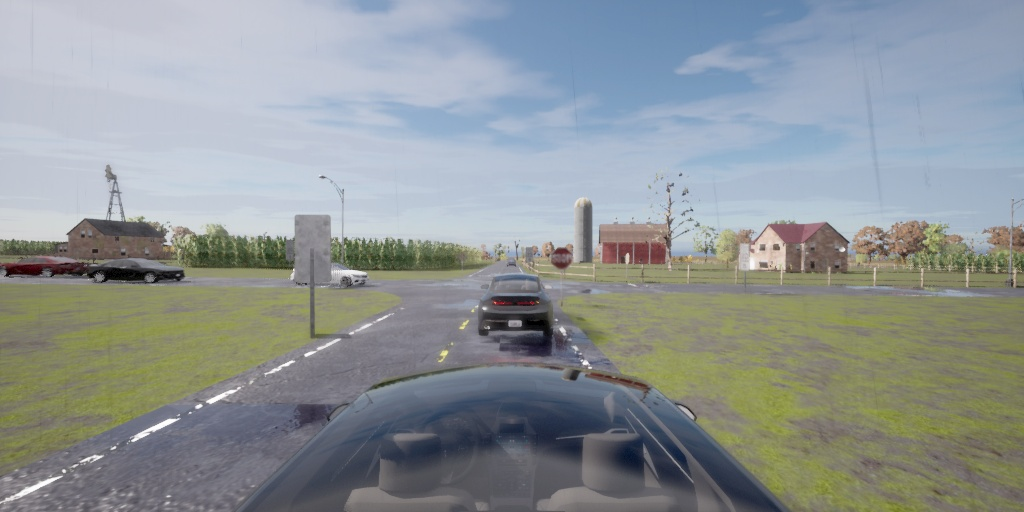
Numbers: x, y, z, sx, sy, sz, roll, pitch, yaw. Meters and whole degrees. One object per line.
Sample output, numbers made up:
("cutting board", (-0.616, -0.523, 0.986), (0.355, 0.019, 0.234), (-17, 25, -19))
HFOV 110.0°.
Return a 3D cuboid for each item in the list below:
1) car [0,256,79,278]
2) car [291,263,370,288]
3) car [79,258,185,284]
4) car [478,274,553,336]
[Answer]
("car", (-33.672, 0.741, 25.763), (5.008, 1.535, 1.882), (1, 1, 0))
("car", (-11.409, 1.155, 22.581), (4.674, 1.442, 1.812), (1, 1, 5))
("car", (-23.821, 0.920, 22.871), (5.008, 1.535, 1.882), (1, 1, 0))
("car", (0.130, 1.255, 10.379), (1.837, 1.490, 4.892), (0, 0, 1))
